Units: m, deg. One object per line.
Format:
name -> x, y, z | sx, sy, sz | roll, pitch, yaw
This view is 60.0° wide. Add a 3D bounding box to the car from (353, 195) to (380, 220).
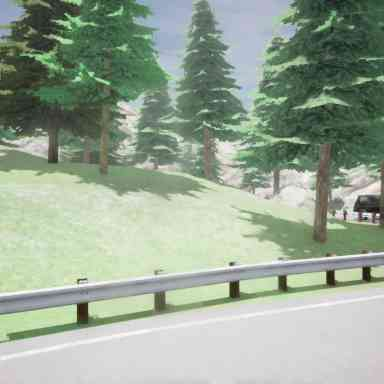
car -> 15.134, 1.237, 25.556 | 2.150, 2.045, 5.566 | 0, 0, -21
